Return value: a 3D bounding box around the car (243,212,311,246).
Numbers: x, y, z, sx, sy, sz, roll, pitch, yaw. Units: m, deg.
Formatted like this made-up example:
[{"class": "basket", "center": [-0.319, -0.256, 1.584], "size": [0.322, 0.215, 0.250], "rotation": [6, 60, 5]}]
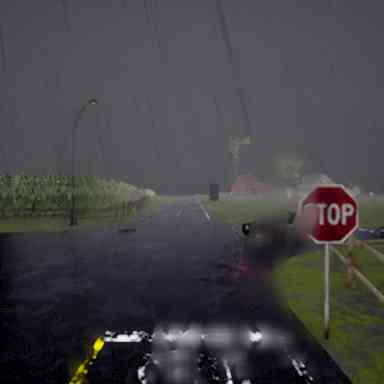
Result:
[{"class": "car", "center": [4.578, 1.537, 14.946], "size": [4.718, 1.301, 1.895], "rotation": [-1, 0, -36]}]
